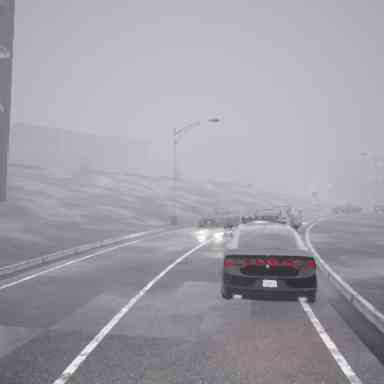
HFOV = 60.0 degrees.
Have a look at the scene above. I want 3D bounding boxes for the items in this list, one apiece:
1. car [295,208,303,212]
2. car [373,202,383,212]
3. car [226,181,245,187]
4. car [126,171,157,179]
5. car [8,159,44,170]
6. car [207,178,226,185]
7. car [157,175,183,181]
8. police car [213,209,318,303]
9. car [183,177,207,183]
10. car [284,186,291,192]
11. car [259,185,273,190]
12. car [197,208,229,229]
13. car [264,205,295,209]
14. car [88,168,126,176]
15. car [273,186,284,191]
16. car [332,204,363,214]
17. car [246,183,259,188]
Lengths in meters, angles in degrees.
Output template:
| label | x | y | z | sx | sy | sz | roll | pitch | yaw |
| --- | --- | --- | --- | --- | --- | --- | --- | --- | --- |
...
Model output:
| label | x | y | z | sx | sy | sz | roll | pitch | yaw |
| --- | --- | --- | --- | --- | --- | --- | --- | --- | --- |
| car | 6.400 | 1.680 | 22.943 | 1.837 | 1.490 | 4.892 | -2 | -1 | 25 |
| car | 28.555 | 2.274 | 49.319 | 4.674 | 1.442 | 1.812 | 1 | -4 | -38 |
| car | 7.897 | -1.377 | 67.825 | 4.792 | 1.488 | 2.163 | 4 | -6 | -44 |
| car | -8.690 | -2.482 | 52.898 | 4.892 | 1.521 | 2.231 | 3 | -5 | -39 |
| car | -21.476 | -3.264 | 42.559 | 4.553 | 1.767 | 2.185 | 3 | -5 | -39 |
| car | 3.775 | -1.819 | 63.869 | 4.553 | 1.767 | 2.185 | 4 | -6 | -42 |
| car | -4.451 | -2.189 | 56.466 | 4.674 | 1.452 | 2.002 | 3 | -5 | -40 |
| police car | 1.839 | 1.452 | 8.516 | 1.930 | 1.638 | 5.238 | -1 | 0 | 10 |
| car | -0.290 | -1.964 | 60.129 | 5.008 | 1.535 | 2.097 | 4 | -5 | -41 |
| car | 23.049 | -0.422 | 83.999 | 2.435 | 2.045 | 5.566 | -4 | -6 | 41 |
| car | 15.540 | -0.839 | 75.635 | 2.231 | 1.521 | 4.892 | -4 | -6 | 44 |
| car | 1.922 | 1.846 | 23.591 | 1.994 | 1.385 | 4.181 | -2 | -2 | 24 |
| car | 4.228 | 1.613 | 17.642 | 1.837 | 1.490 | 4.892 | -1 | -1 | 19 |
| car | -12.974 | -2.710 | 49.425 | 4.892 | 1.521 | 2.231 | 3 | -5 | -39 |
| car | 19.341 | -0.644 | 79.793 | 2.185 | 1.767 | 4.553 | -4 | -6 | 42 |
| car | 19.697 | 2.148 | 42.054 | 4.718 | 1.301 | 1.895 | 1 | -4 | -40 |
| car | 11.795 | -1.085 | 71.722 | 2.002 | 1.452 | 4.674 | -4 | -6 | 45 |
